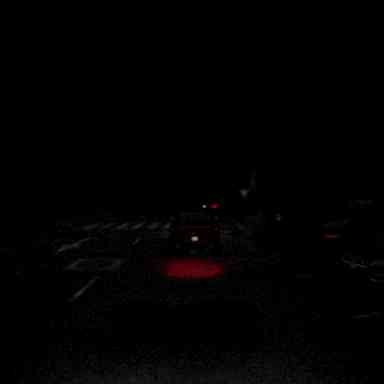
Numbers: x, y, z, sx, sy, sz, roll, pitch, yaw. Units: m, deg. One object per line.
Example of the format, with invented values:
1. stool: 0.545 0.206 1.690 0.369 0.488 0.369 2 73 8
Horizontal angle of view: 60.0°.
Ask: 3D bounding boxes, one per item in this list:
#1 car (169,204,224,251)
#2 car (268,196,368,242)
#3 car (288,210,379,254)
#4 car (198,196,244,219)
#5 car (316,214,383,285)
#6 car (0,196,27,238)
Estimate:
1. car: 0.101 1.471 14.017 1.882 1.535 5.008 0 0 0
2. car: 6.028 1.229 14.446 5.566 2.045 2.435 1 0 -20
3. car: 6.001 1.521 11.470 4.674 1.452 2.002 1 0 -20
4. car: 2.665 1.468 30.373 2.150 2.045 5.566 0 -3 36
5. car: 6.006 1.484 8.513 4.892 1.521 2.231 1 0 -20
6. car: -10.971 1.228 15.854 5.566 2.045 2.435 -1 0 -20
